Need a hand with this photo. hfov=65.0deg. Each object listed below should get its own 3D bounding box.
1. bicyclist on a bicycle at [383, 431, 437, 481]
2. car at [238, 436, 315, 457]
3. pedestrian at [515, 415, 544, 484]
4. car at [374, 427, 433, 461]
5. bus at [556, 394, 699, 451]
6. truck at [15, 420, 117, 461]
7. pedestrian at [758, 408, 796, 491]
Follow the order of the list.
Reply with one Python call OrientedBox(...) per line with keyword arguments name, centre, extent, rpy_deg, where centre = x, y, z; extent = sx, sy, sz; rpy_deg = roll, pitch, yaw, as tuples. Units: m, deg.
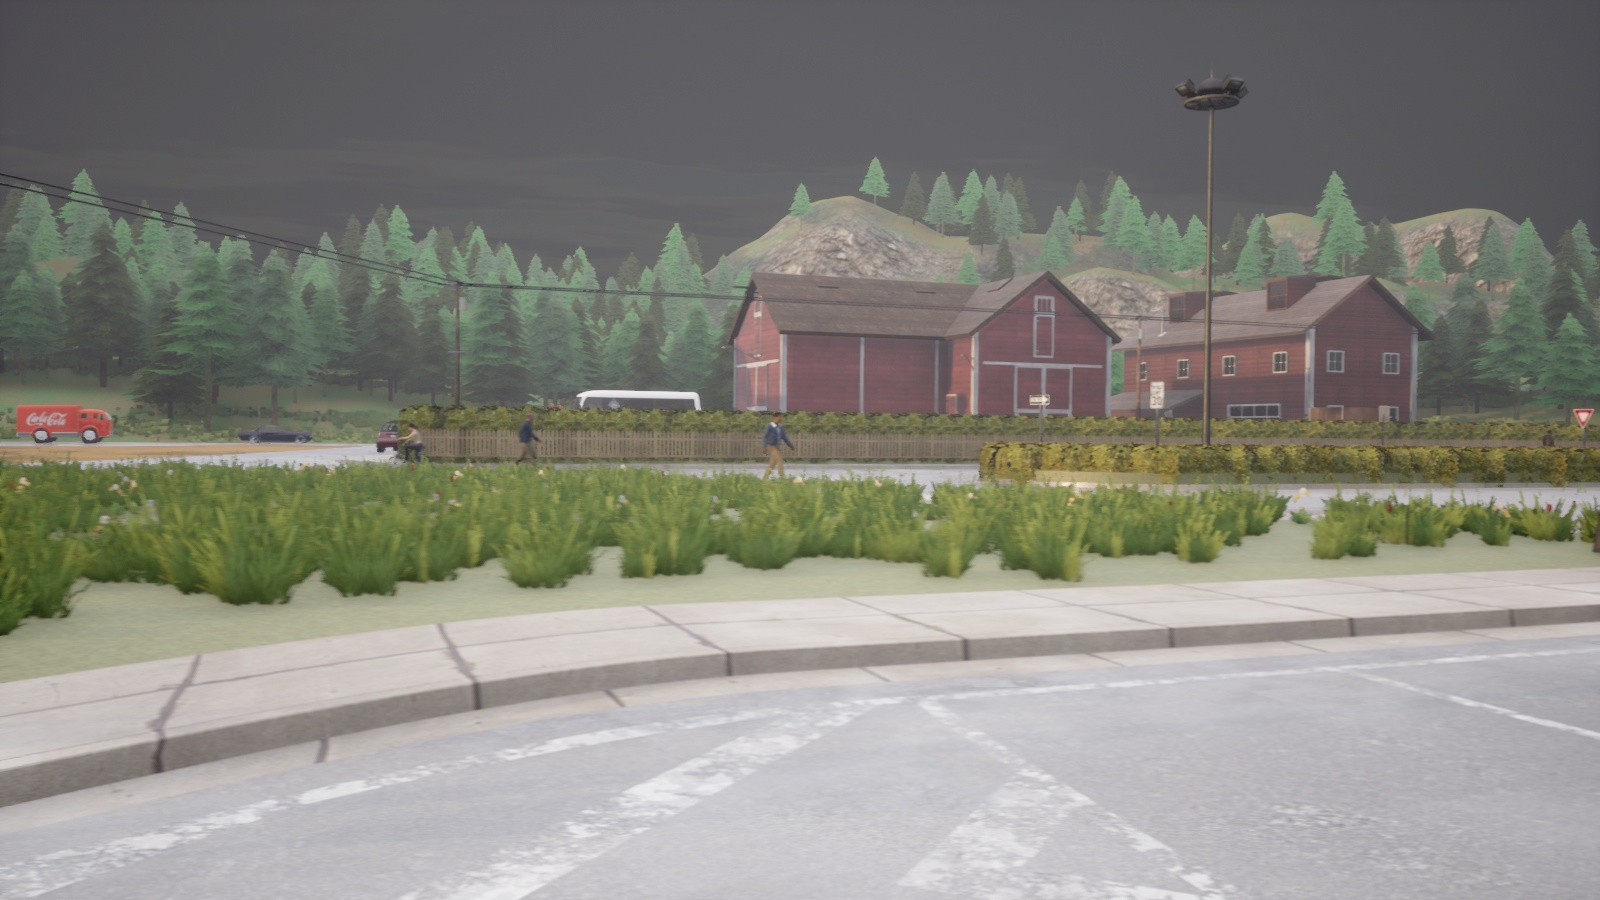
OrientedBox(name="bicyclist on a bicycle", centre=(-13.018, 0.192, 41.966), extent=(1.509, 1.612, 0.866), rpy_deg=(-1, 1, 2))
OrientedBox(name="car", centre=(-35.577, -0.248, 85.455), extent=(4.718, 1.301, 1.895), rpy_deg=(-1, 1, -20))
OrientedBox(name="pedestrian", centre=(-7.271, -0.015, 33.730), extent=(0.726, 1.842, 0.402), rpy_deg=(-1, 1, -9))
OrientedBox(name="car", centre=(-20.259, -0.313, 64.299), extent=(1.851, 1.617, 3.988), rpy_deg=(-1, 2, -2))
OrientedBox(name="bus", centre=(-13.346, -2.148, 97.113), extent=(10.273, 4.253, 3.944), rpy_deg=(-1, 1, -20))
OrientedBox(name="truck", centre=(-47.382, -0.631, 81.218), extent=(5.204, 2.467, 2.627), rpy_deg=(-2, 1, -20))
OrientedBox(name="pedestrian", centre=(-0.554, -0.025, 29.967), extent=(0.788, 1.949, 0.423), rpy_deg=(0, 1, 40))
